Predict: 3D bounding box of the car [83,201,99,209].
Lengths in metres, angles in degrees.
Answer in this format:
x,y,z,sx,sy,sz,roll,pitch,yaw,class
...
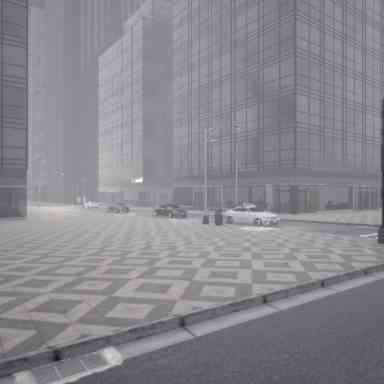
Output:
x,y,z,sx,sy,sz,roll,pitch,yaw,class
-19.182,2.476,63.100,1.812,1.442,4.674,0,-1,-36,car

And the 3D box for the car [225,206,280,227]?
x,y,z,sx,sy,sz,roll,pitch,yaw,class
4.421,1.778,25.122,1.812,1.442,4.674,0,-1,-36,car

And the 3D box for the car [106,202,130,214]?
x,y,z,sx,sy,sz,roll,pitch,yaw,class
-10.077,2.140,45.171,1.837,1.490,4.892,0,-1,-36,car

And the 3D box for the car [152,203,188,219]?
x,y,z,sx,sy,sz,roll,pitch,yaw,class
-2.346,1.931,34.456,1.837,1.490,4.892,0,0,-36,car
